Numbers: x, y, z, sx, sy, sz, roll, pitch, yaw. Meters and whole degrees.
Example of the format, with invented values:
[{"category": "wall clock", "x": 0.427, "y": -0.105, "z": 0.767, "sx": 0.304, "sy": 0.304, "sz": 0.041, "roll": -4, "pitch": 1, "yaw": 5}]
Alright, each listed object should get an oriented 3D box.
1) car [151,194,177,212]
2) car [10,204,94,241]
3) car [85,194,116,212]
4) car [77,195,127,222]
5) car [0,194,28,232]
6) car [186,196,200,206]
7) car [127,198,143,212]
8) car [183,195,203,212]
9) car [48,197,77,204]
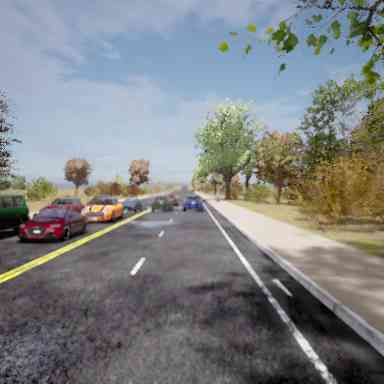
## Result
[{"category": "car", "x": -3.124, "y": 1.133, "z": 35.987, "sx": 2.097, "sy": 1.767, "sz": 4.553, "roll": 0, "pitch": 0, "yaw": 0}, {"category": "car", "x": -6.529, "y": 1.481, "z": 16.060, "sx": 1.994, "sy": 1.385, "sz": 4.181, "roll": 0, "pitch": 0, "yaw": 1}, {"category": "car", "x": -9.677, "y": 1.146, "z": 35.591, "sx": 2.097, "sy": 1.767, "sz": 4.553, "roll": 0, "pitch": 0, "yaw": 1}, {"category": "car", "x": -6.504, "y": 1.215, "z": 24.608, "sx": 2.097, "sy": 1.767, "sz": 4.553, "roll": 0, "pitch": 0, "yaw": 0}, {"category": "car", "x": -9.789, "y": 1.147, "z": 15.681, "sx": 2.150, "sy": 2.045, "sz": 5.566, "roll": 0, "pitch": 0, "yaw": 0}, {"category": "car", "x": 0.182, "y": 1.258, "z": 47.455, "sx": 1.994, "sy": 1.385, "sz": 4.181, "roll": 0, "pitch": 0, "yaw": 1}, {"category": "car", "x": -6.431, "y": 1.339, "z": 35.187, "sx": 2.033, "sy": 1.411, "sz": 5.357, "roll": 0, "pitch": 0, "yaw": 1}, {"category": "car", "x": 0.126, "y": 1.127, "z": 35.941, "sx": 2.097, "sy": 1.767, "sz": 4.553, "roll": 0, "pitch": 0, "yaw": 0}, {"category": "car", "x": -9.755, "y": 1.215, "z": 25.387, "sx": 2.097, "sy": 1.767, "sz": 4.553, "roll": 0, "pitch": 0, "yaw": 0}]
